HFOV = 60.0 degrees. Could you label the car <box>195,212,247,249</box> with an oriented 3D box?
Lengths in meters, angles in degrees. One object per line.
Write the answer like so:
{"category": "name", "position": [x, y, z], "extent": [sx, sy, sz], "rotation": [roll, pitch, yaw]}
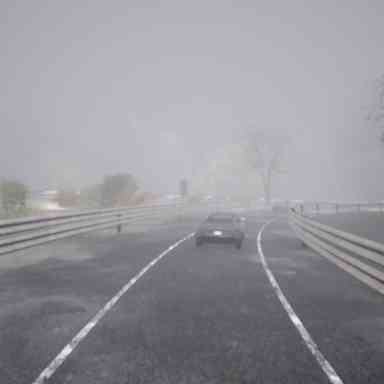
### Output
{"category": "car", "position": [1.426, 1.620, 15.154], "extent": [1.994, 1.385, 4.181], "rotation": [1, 0, 12]}

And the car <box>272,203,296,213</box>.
{"category": "car", "position": [12.564, 2.117, 44.950], "extent": [1.895, 1.301, 4.718], "rotation": [2, 0, 35]}
